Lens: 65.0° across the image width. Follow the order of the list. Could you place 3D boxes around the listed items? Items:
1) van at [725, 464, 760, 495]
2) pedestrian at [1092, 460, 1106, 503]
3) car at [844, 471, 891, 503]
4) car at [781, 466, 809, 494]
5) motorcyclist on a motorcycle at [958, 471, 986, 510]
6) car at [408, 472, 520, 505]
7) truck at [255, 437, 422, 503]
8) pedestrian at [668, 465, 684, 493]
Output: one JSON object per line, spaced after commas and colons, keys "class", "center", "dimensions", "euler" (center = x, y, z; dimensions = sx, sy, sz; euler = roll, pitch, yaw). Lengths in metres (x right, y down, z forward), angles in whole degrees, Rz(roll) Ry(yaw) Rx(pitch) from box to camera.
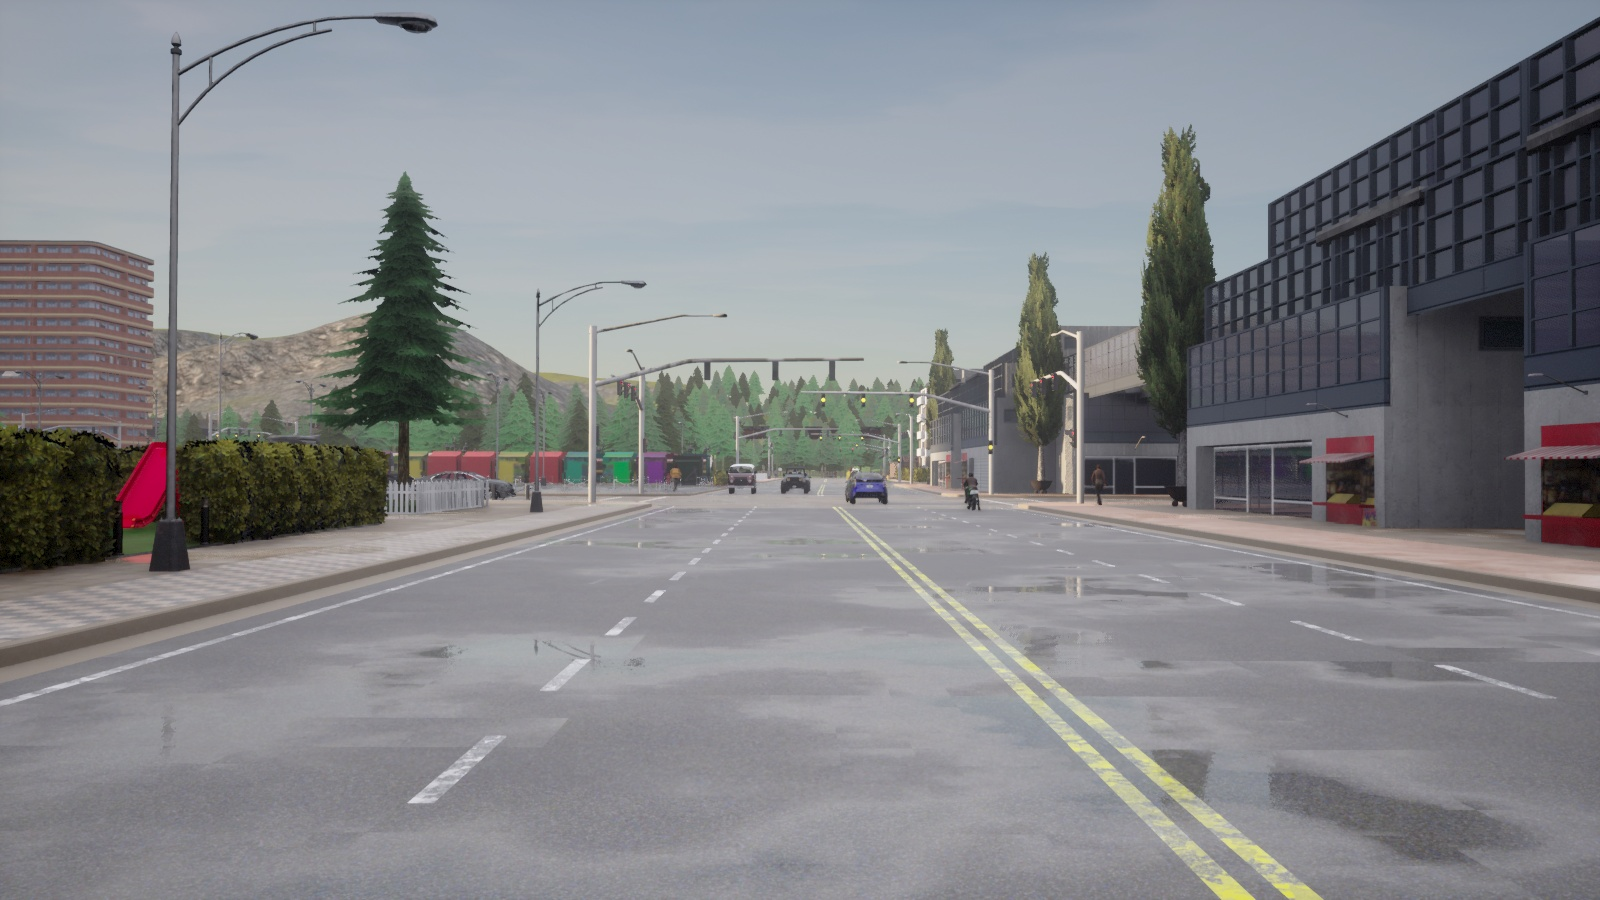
{"class": "van", "center": [-3.870, 1.979, 85.083], "dimensions": [2.069, 2.038, 4.480], "euler": [0, -1, 1]}
{"class": "pedestrian", "center": [12.607, 1.309, 52.940], "dimensions": [0.328, 1.805, 0.869], "euler": [0, -1, -1]}
{"class": "car", "center": [3.261, 1.777, 61.403], "dimensions": [2.007, 1.525, 4.514], "euler": [0, -1, -1]}
{"class": "car", "center": [-0.334, 2.079, 87.593], "dimensions": [1.905, 1.878, 3.866], "euler": [0, -1, 1]}
{"class": "motorcyclist on a motorcycle", "center": [6.870, 1.612, 50.286], "dimensions": [0.797, 1.523, 2.044], "euler": [0, -1, 0]}
{"class": "car", "center": [-16.275, 1.858, 61.007], "dimensions": [4.902, 1.511, 2.128], "euler": [0, -1, 0]}
{"class": "truck", "center": [-24.880, 1.071, 67.989], "dimensions": [7.936, 3.462, 2.891], "euler": [0, -1, -1]}
{"class": "pedestrian", "center": [-8.143, 1.883, 82.227], "dimensions": [0.874, 1.855, 0.900], "euler": [0, -1, -18]}
